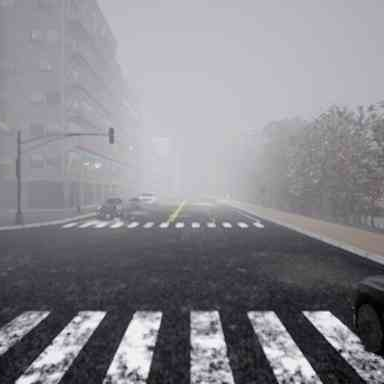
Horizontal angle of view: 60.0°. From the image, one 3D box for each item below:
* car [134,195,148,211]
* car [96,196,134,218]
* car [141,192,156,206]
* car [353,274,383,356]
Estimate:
[{"bbox_3d":[-6.571,1.381,38.275,1.812,1.442,4.674,0,0,0],"label":"car"},{"bbox_3d":[-6.580,1.243,28.340,2.097,1.767,4.553,0,0,0],"label":"car"},{"bbox_3d":[-6.554,1.040,49.239,2.150,2.045,5.566,0,0,0],"label":"car"},{"bbox_3d":[3.349,1.479,3.115,2.128,1.511,4.902,0,0,0],"label":"car"}]
